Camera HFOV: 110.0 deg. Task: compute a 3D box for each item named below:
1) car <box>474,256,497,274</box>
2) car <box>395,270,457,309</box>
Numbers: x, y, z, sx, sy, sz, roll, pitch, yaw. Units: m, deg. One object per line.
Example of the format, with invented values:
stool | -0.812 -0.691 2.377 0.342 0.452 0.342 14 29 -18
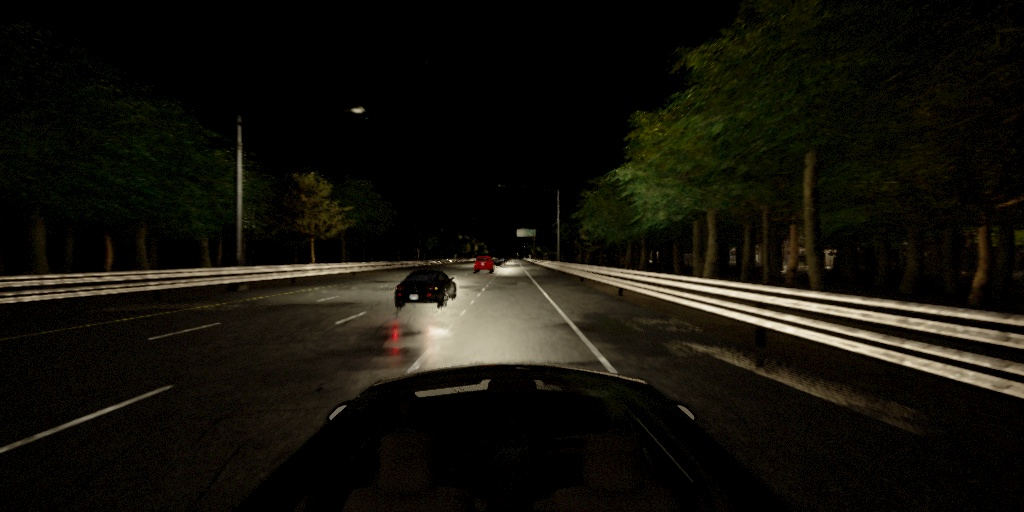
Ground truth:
car | -3.393 1.075 44.310 2.150 2.045 5.566 0 0 0
car | -3.486 1.301 15.093 1.812 1.442 4.674 0 0 0
